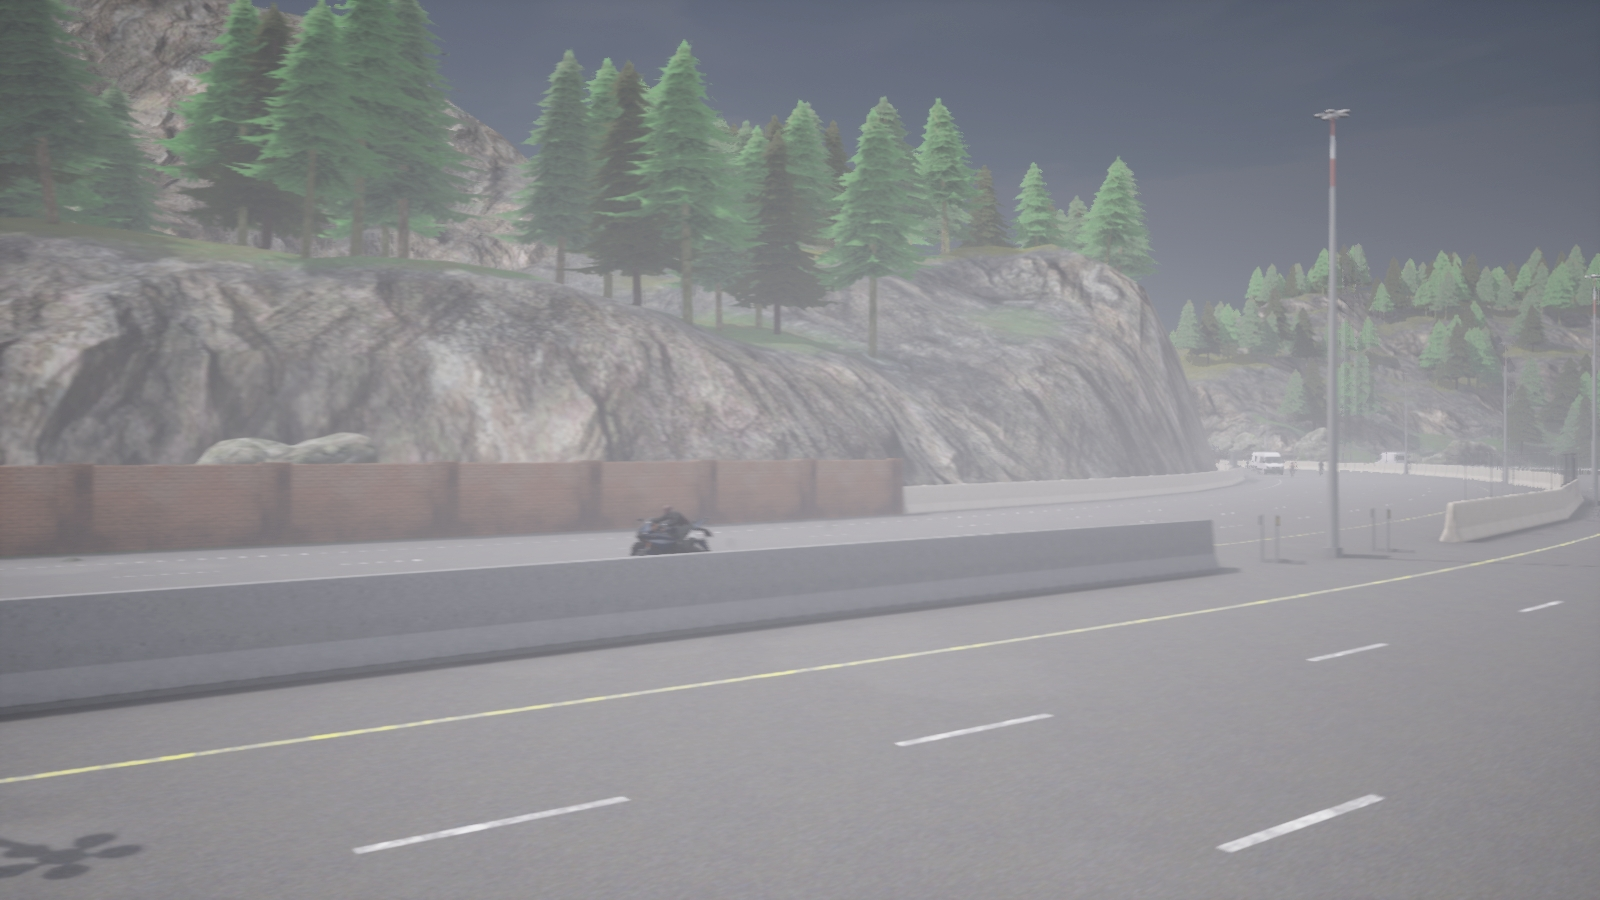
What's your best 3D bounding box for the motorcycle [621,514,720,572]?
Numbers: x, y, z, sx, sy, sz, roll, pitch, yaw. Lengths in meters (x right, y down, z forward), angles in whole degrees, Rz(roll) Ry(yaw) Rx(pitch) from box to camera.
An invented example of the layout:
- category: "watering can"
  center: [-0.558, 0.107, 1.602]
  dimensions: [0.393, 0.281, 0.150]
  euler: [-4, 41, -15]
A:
- category: "motorcycle"
  center: [-3.098, 2.205, 27.365]
  dimensions: [2.209, 1.251, 0.867]
  euler: [0, -1, -37]
